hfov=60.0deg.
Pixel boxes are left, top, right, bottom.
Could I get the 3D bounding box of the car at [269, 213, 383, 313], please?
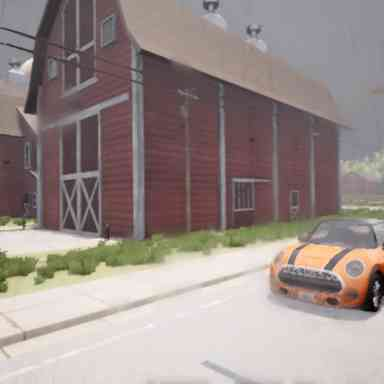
[{"bbox_3d":[3.803,1.443,8.074,4.553,1.767,2.097,0,-1,-45],"label":"car"}]
